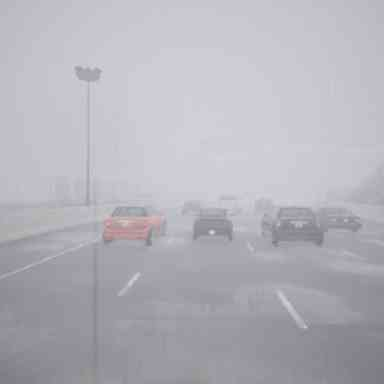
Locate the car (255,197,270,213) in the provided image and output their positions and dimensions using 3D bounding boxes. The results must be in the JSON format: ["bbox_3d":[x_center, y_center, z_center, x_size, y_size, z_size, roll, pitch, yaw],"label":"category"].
[{"bbox_3d":[8.122,1.389,37.214,2.097,1.767,4.553,0,0,13],"label":"car"}]

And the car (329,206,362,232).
[{"bbox_3d":[8.517,1.577,20.224,2.033,1.411,5.357,0,0,7],"label":"car"}]

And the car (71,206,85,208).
[{"bbox_3d":[-15.162,1.533,45.998,2.033,1.411,5.357,0,0,14],"label":"car"}]

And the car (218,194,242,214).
[{"bbox_3d":[4.104,1.248,35.464,2.150,2.045,5.566,0,0,12],"label":"car"}]

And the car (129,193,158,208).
[{"bbox_3d":[-7.079,1.230,49.100,2.150,2.045,5.566,0,0,16],"label":"car"}]

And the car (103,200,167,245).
[{"bbox_3d":[-2.513,1.353,15.712,2.097,1.767,4.553,0,0,5],"label":"car"}]

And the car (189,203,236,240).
[{"bbox_3d":[1.129,1.516,16.962,1.837,1.490,4.892,0,0,6],"label":"car"}]

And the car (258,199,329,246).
[{"bbox_3d":[4.499,1.370,15.515,2.097,1.767,4.553,0,0,5],"label":"car"}]

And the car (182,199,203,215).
[{"bbox_3d":[0.274,1.522,34.175,1.837,1.490,4.892,0,0,11],"label":"car"}]
